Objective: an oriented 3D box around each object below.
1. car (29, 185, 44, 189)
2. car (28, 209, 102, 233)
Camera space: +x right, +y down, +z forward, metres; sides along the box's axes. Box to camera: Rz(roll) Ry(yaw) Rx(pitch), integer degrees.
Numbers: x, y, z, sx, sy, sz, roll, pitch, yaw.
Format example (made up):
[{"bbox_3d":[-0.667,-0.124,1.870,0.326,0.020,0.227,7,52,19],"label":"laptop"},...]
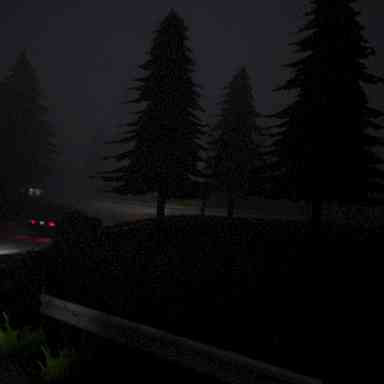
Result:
[{"bbox_3d":[-27.801,-1.293,59.488,1.994,1.385,4.181,4,3,-13],"label":"car"},{"bbox_3d":[-7.582,1.765,20.565,2.033,1.411,5.357,5,1,14],"label":"car"}]
